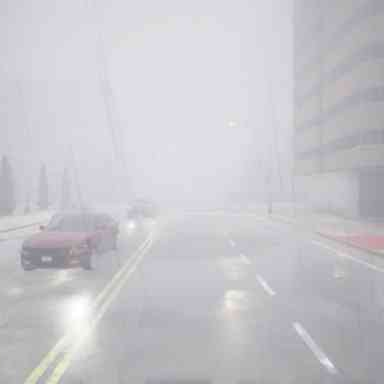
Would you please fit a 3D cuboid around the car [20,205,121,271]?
[{"bbox_3d":[-3.666,1.398,10.872,1.882,1.535,5.008,0,1,0],"label":"car"}]

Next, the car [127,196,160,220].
[{"bbox_3d":[-3.737,1.143,26.084,2.097,1.767,4.553,0,1,0],"label":"car"}]

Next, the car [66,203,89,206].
[{"bbox_3d":[-7.224,1.413,20.842,1.994,1.385,4.181,0,1,0],"label":"car"}]
